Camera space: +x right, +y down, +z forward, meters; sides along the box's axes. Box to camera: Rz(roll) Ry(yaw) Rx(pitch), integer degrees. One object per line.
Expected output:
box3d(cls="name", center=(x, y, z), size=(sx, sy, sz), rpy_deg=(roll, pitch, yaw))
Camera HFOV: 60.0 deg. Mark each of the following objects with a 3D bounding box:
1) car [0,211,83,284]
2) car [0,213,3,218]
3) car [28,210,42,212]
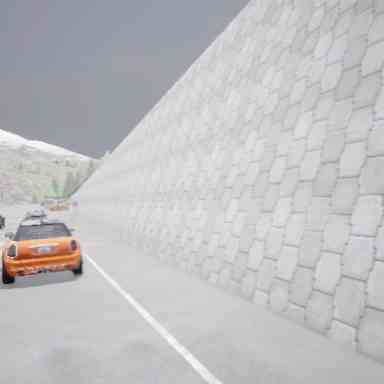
box3d(cls="car", center=(-5.009, 1.688, 11.121), size=(2.097, 1.767, 4.553), rpy_deg=(-2, -1, -26))
box3d(cls="car", center=(-18.024, 2.631, 30.156), size=(2.033, 1.411, 5.357), rpy_deg=(-2, -1, -26))
box3d(cls="car", center=(-13.925, 2.408, 29.697), size=(2.128, 1.511, 4.902), rpy_deg=(-2, -1, -26))
